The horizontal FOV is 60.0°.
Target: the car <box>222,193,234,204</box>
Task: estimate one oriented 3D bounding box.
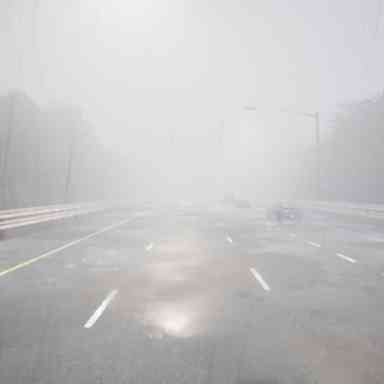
[{"bbox_3d":[7.266,1.285,66.248,2.150,2.045,5.566,0,0,0],"label":"car"}]

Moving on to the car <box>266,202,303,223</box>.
[{"bbox_3d":[7.046,1.505,25.724,2.128,1.511,4.902,0,0,0],"label":"car"}]

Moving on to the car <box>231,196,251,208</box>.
[{"bbox_3d":[7.144,1.605,47.584,1.994,1.385,4.181,0,0,0],"label":"car"}]
